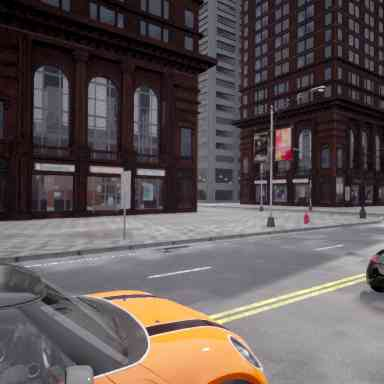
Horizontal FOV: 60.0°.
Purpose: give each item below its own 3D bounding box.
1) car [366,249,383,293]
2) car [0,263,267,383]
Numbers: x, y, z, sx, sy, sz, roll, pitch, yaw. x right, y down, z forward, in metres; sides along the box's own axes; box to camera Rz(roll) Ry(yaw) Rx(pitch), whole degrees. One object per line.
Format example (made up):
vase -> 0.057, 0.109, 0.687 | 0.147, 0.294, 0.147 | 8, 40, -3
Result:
car -> 5.890, 1.576, 7.665 | 4.181, 1.385, 1.994 | 0, 0, -35
car -> -1.536, 1.352, 2.343 | 4.553, 1.767, 2.097 | 0, 0, -36
